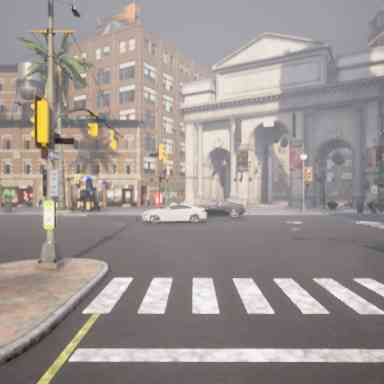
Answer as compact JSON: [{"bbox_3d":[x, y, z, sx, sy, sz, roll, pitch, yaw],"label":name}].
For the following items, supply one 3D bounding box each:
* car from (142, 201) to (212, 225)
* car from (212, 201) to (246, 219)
[{"bbox_3d":[-1.270,1.511,23.956,4.674,1.442,1.812,0,0,-13],"label":"car"},{"bbox_3d":[2.093,1.475,28.310,4.902,1.511,2.128,0,0,0],"label":"car"}]
